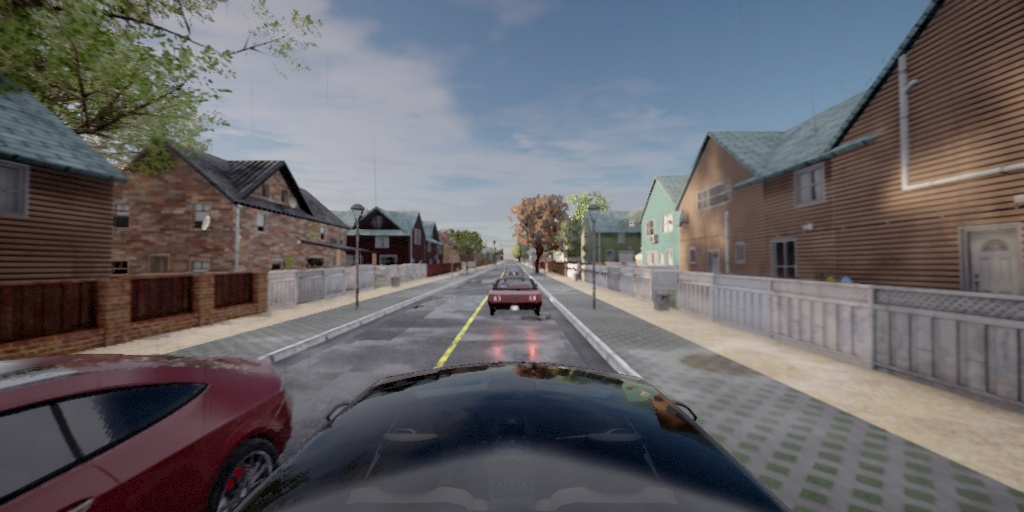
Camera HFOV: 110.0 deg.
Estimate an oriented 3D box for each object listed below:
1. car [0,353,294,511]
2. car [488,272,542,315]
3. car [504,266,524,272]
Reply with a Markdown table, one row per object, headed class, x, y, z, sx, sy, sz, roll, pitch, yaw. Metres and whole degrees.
| class | x | y | z | sx | sy | sz | roll | pitch | yaw |
| --- | --- | --- | --- | --- | --- | --- | --- | --- | --- |
| car | -2.755 | 1.270 | 1.235 | 1.812 | 1.442 | 4.674 | 0 | -1 | 0 |
| car | 0.114 | 1.490 | 14.361 | 1.895 | 1.301 | 4.718 | 0 | -1 | 0 |
| car | 0.184 | 1.651 | 34.168 | 2.033 | 1.411 | 5.357 | 0 | -1 | 0 |
